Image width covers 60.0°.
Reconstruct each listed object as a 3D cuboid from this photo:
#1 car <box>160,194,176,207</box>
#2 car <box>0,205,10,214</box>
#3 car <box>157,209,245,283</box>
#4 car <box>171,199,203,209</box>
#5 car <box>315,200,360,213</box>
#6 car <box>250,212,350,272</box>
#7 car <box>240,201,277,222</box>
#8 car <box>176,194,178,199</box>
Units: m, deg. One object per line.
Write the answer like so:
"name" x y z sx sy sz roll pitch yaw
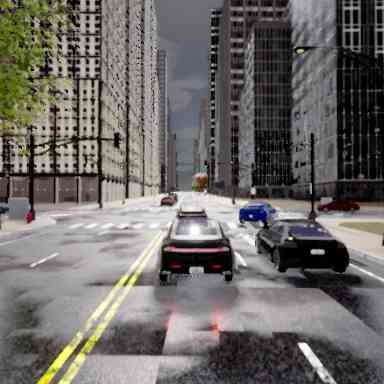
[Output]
"car" -3.890 1.428 51.790 1.882 1.535 5.008 0 0 -1
"car" -20.231 1.479 31.951 5.357 1.411 2.033 0 -1 4
"car" 0.102 1.487 9.664 2.128 1.511 4.902 0 0 0
"car" -0.111 1.469 20.944 2.128 1.511 4.902 0 0 -3
"car" 16.174 1.596 37.040 4.674 1.442 1.812 0 -1 2
"car" 3.350 1.557 10.824 1.994 1.385 4.181 0 0 0
"car" 4.917 1.416 24.152 1.882 1.535 5.008 -1 1 24
"car" -4.022 1.484 61.609 2.033 1.411 5.357 0 0 0
